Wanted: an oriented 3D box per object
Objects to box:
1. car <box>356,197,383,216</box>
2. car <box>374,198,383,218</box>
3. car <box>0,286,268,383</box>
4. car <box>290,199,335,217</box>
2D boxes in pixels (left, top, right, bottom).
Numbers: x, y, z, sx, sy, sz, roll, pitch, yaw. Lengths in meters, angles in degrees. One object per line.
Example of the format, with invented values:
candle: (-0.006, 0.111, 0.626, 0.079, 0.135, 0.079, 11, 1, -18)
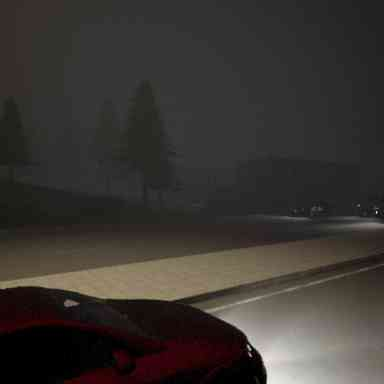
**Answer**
car: (16.718, 1.278, 29.910, 4.553, 1.767, 2.097, 0, 0, -35)
car: (16.492, 1.427, 25.485, 4.902, 1.511, 2.128, 0, 0, -35)
car: (-1.314, 1.562, 2.773, 4.181, 1.385, 1.994, 0, 0, -36)
car: (10.970, 1.444, 30.166, 4.892, 1.490, 1.837, 0, 0, -35)
